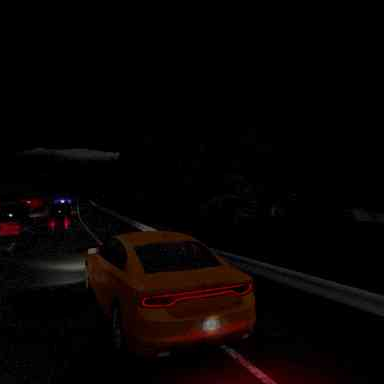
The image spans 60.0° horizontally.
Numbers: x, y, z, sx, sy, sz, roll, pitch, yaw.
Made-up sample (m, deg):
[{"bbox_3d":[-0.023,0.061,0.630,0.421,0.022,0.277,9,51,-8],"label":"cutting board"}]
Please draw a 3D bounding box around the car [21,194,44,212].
[{"bbox_3d":[-18.843,1.221,39.107,2.150,2.045,5.566,0,0,-20],"label":"car"}]

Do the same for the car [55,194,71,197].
[{"bbox_3d":[-15.881,1.222,41.066,2.150,2.045,5.566,0,0,-19],"label":"car"}]

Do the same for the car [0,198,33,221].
[{"bbox_3d":[-14.775,1.506,27.826,1.837,1.490,4.892,0,0,-21],"label":"car"}]

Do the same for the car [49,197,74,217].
[{"bbox_3d":[-12.326,1.491,31.185,2.128,1.511,4.902,0,0,-20],"label":"car"}]

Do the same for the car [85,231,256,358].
[{"bbox_3d":[-0.820,1.478,6.327,1.882,1.535,5.008,0,0,-25],"label":"car"}]
